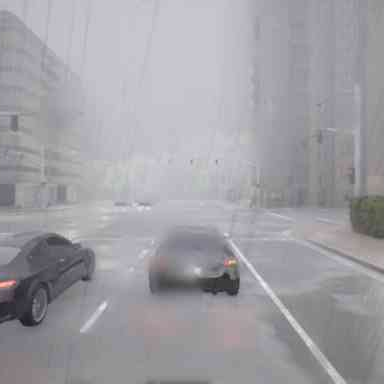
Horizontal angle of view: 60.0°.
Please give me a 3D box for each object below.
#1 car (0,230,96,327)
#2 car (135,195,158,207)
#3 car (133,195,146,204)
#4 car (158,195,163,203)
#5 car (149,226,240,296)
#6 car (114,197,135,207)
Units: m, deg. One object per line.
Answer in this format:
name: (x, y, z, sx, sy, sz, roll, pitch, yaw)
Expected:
car: (-3.448, 1.525, 6.911, 1.812, 1.442, 4.674, 0, 0, 0)
car: (-7.069, 1.545, 51.740, 2.033, 1.411, 5.357, 0, 0, 0)
car: (-10.504, 1.491, 66.970, 1.837, 1.490, 4.892, 0, 2, 0)
car: (-7.004, 1.491, 67.120, 1.837, 1.490, 4.892, 0, 2, 0)
car: (0.065, 1.564, 8.706, 1.994, 1.385, 4.181, 0, 0, 0)
car: (-10.569, 1.545, 51.236, 2.033, 1.411, 5.357, 0, 0, 0)
